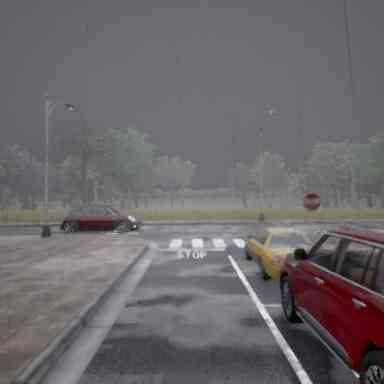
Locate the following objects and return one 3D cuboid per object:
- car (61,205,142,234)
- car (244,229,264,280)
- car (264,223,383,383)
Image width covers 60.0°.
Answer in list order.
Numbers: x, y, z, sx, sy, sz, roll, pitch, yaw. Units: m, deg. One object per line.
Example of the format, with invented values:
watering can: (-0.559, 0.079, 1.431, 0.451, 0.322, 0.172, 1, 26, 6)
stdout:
car: (-5.372, 1.574, 20.058, 4.553, 1.767, 2.097, -1, 0, 0)
car: (2.639, 1.618, 10.041, 1.752, 1.417, 4.829, 0, -1, 0)
car: (2.637, 1.356, 4.327, 2.192, 1.841, 5.009, 0, -1, 0)
